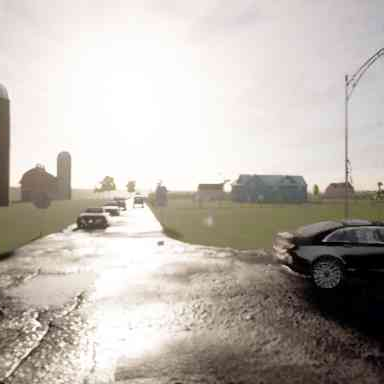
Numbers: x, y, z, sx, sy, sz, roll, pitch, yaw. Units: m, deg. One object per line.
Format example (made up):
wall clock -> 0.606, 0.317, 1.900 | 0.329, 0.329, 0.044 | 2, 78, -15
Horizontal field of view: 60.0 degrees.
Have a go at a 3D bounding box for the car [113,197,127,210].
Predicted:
car -> -11.350, 1.729, 51.942 | 2.150, 2.045, 5.566 | 1, -1, -8

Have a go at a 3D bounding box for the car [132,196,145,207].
car -> -10.572, 1.889, 65.653 | 2.150, 2.045, 5.566 | 1, -2, -9

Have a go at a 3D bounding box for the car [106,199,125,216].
car -> -9.248, 1.911, 38.291 | 2.033, 1.411, 5.357 | 1, -1, -9

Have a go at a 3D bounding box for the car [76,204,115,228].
car -> -6.992, 1.779, 23.987 | 1.994, 1.385, 4.181 | 1, -1, -8

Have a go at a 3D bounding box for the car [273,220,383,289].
car -> 4.556, 1.475, 8.385 | 4.902, 1.511, 2.128 | 0, 1, 5
